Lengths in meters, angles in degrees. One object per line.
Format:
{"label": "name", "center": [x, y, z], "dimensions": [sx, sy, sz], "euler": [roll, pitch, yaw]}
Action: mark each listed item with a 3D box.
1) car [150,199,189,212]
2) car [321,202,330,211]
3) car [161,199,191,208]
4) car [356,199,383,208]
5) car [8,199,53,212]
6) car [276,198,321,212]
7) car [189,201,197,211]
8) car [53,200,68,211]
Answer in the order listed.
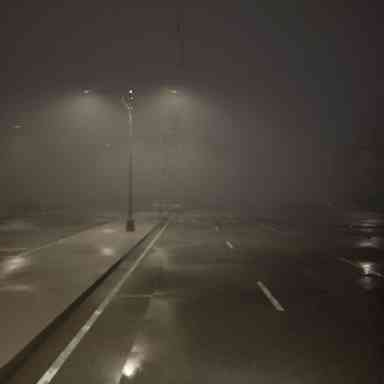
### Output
{"label": "car", "center": [-3.054, 1.831, 42.356], "dimensions": [4.674, 1.442, 1.812], "euler": [0, 0, 0]}
{"label": "car", "center": [16.609, 1.681, 45.884], "dimensions": [4.553, 1.767, 2.097], "euler": [0, 0, 0]}
{"label": "car", "center": [-2.660, 1.912, 56.540], "dimensions": [4.892, 1.490, 1.837], "euler": [0, 0, 0]}
{"label": "car", "center": [30.764, 1.908, 57.092], "dimensions": [4.892, 1.490, 1.837], "euler": [-1, -2, -3]}
{"label": "car", "center": [-20.700, 1.660, 42.308], "dimensions": [4.553, 1.767, 2.097], "euler": [0, 0, 0]}
{"label": "car", "center": [13.260, 1.781, 42.374], "dimensions": [5.008, 1.535, 1.882], "euler": [0, 0, 0]}
{"label": "car", "center": [-1.385, 1.894, 45.844], "dimensions": [4.181, 1.385, 1.994], "euler": [0, 0, 0]}
{"label": "car", "center": [-19.666, 1.823, 45.807], "dimensions": [4.902, 1.511, 2.128], "euler": [0, 0, 0]}
